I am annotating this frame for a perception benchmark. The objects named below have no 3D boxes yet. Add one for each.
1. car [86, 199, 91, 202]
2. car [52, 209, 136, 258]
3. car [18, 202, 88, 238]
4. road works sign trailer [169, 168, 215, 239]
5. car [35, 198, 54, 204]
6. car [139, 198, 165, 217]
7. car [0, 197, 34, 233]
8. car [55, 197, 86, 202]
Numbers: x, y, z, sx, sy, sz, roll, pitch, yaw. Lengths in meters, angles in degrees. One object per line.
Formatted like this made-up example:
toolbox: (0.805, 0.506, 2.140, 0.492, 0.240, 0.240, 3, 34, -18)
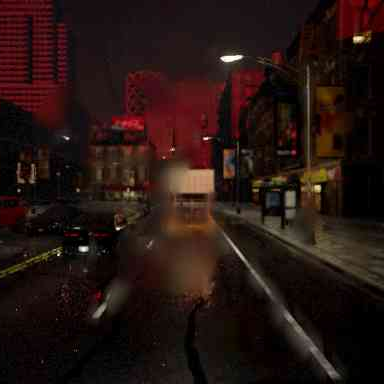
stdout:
car: (-23.938, 1.786, 70.955, 4.718, 1.301, 1.895, 0, 0, 30)
car: (-3.397, 1.540, 12.869, 1.837, 1.490, 4.892, 0, 0, 0)
car: (-7.116, 1.527, 18.155, 1.882, 1.535, 5.008, 0, 0, 0)
road works sign trailer: (0.003, 0.512, 17.589, 2.380, 3.560, 2.880, 0, 0, 0)
car: (-26.027, 1.753, 56.336, 4.718, 1.301, 1.895, 0, 0, 33)
car: (-3.667, 1.634, 32.303, 2.033, 1.411, 5.357, 0, 0, -4)
car: (-10.596, 1.268, 16.985, 2.150, 2.045, 5.566, 0, 0, 0)
car: (-20.727, 1.631, 56.775, 5.008, 1.535, 1.882, 0, 0, 39)
